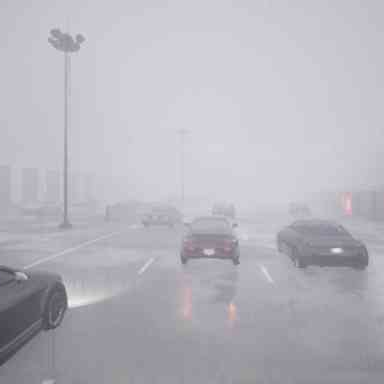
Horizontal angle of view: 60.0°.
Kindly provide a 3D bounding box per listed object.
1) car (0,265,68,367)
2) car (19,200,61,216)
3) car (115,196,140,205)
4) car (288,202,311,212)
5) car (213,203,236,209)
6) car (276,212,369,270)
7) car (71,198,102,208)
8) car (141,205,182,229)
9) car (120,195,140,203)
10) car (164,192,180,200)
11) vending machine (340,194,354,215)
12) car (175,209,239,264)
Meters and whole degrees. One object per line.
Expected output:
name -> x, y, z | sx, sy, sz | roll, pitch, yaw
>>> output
car -> -3.240, 1.555, 4.253 | 1.994, 1.385, 4.181 | 0, 0, 2
car -> -14.554, 1.491, 32.194 | 1.812, 1.442, 4.674 | 0, 0, 10
car -> -8.430, 1.589, 44.283 | 1.895, 1.301, 4.718 | 0, 0, 14
car -> 11.081, 1.647, 34.551 | 1.895, 1.301, 4.718 | 0, 0, 12
car -> 2.935, 1.620, 29.559 | 1.895, 1.301, 4.718 | 0, 0, 10
car -> 4.124, 1.581, 11.151 | 1.994, 1.385, 4.181 | 0, 0, 4
car -> -14.898, 1.516, 47.281 | 2.033, 1.411, 5.357 | 0, 0, 14
car -> -1.833, 1.549, 21.907 | 2.033, 1.411, 5.357 | 0, 0, 8
car -> -12.752, 1.489, 69.179 | 2.128, 1.511, 4.902 | 0, 0, 16
car -> -4.330, 1.104, 73.270 | 2.150, 2.045, 5.566 | 0, 0, 16
vending machine -> 16.025, 1.257, 34.434 | 1.100, 2.100, 0.880 | 0, 0, 13
car -> 0.652, 1.532, 11.758 | 1.812, 1.442, 4.674 | 0, 0, 4
